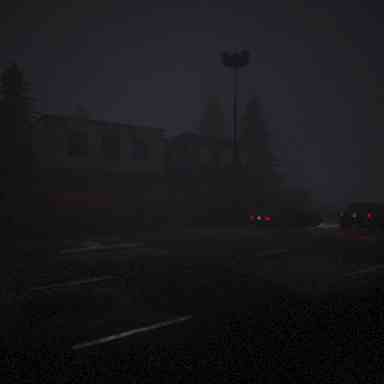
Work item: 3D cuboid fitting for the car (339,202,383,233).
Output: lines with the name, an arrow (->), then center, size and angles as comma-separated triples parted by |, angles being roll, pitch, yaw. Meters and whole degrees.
car -> 10.965, 1.379, 20.164 | 4.553, 1.767, 2.097 | 0, 0, -35

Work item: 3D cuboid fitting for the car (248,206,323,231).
car -> 5.952, 1.570, 20.887 | 5.357, 1.411, 2.033 | 0, 0, -35
